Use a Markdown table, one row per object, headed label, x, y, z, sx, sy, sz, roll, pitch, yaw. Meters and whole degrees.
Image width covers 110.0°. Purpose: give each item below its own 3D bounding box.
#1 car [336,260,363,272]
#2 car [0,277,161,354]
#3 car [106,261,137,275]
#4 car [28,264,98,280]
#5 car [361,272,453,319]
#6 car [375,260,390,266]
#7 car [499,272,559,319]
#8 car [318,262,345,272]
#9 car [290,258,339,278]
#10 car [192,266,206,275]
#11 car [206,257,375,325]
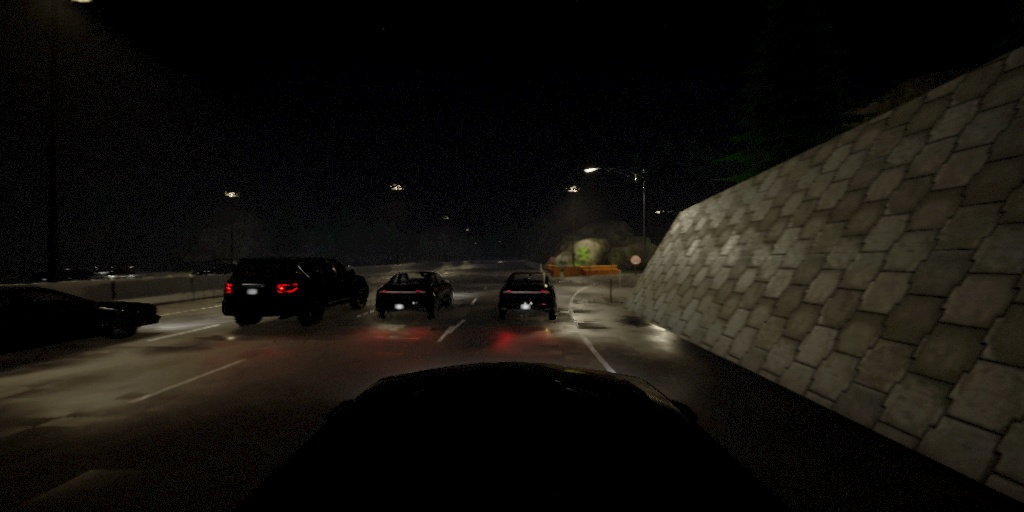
| label | x | y | z | sx | sy | sz | roll | pitch | yaw |
| --- | --- | --- | --- | --- | --- | --- | --- | --- | --- |
| car | -24.575 | 1.462 | 54.439 | 2.097 | 1.767 | 4.553 | 0 | 0 | 1 |
| car | -10.403 | 1.334 | 7.152 | 2.033 | 1.411 | 5.357 | 0 | 0 | 0 |
| car | -47.535 | 1.388 | 43.900 | 2.097 | 1.767 | 4.553 | 0 | 0 | -44 |
| car | -37.572 | 1.542 | 30.026 | 1.895 | 1.301 | 4.718 | 0 | 0 | -28 |
| car | -3.405 | 1.322 | 13.254 | 2.128 | 1.511 | 4.902 | 0 | 0 | 0 |
| car | -21.072 | 1.681 | 55.479 | 1.994 | 1.385 | 4.181 | 0 | 0 | 1 |
| car | 0.667 | 1.322 | 13.218 | 2.128 | 1.511 | 4.902 | 0 | 0 | 6 |
| car | -28.046 | 1.645 | 55.844 | 1.812 | 1.442 | 4.674 | 0 | 0 | 0 |
| car | -21.105 | 1.226 | 38.640 | 2.150 | 2.045 | 5.566 | 0 | -1 | 0 |
| car | -31.596 | 1.506 | 38.534 | 1.837 | 1.490 | 4.892 | 0 | -1 | 0 |
| car | -6.905 | 1.045 | 12.214 | 2.150 | 2.045 | 5.566 | 0 | 0 | 0 |
